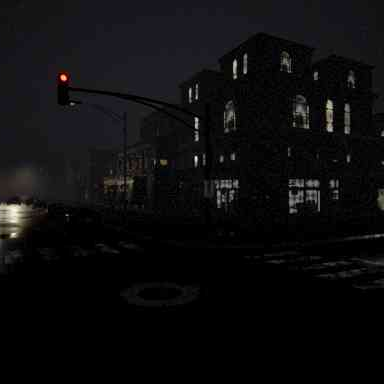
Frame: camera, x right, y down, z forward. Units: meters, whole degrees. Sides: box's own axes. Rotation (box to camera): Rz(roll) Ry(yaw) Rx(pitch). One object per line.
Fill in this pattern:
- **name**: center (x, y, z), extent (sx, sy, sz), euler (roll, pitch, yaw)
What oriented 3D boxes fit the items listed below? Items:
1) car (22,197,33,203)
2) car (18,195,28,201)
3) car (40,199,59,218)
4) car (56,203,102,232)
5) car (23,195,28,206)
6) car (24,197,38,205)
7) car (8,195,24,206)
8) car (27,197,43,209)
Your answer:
- **car**: center (-33.774, 1.606, 68.141), extent (1.802, 1.307, 4.206), euler (0, 0, -29)
- **car**: center (-41.905, 1.477, 82.573), extent (1.967, 1.590, 4.097), euler (0, 0, -29)
- **car**: center (-12.090, 1.588, 29.653), extent (1.802, 1.307, 4.206), euler (0, 0, -29)
- **car**: center (-6.669, 1.569, 20.033), extent (1.947, 1.339, 4.313), euler (0, 0, -29)
- **car**: center (-25.642, 1.455, 53.709), extent (1.967, 1.590, 4.097), euler (0, 0, -29)
- **car**: center (-28.354, 1.569, 58.520), extent (2.008, 1.369, 4.403), euler (0, 0, -29)
- **car**: center (-30.247, 1.495, 56.593), extent (1.882, 1.535, 5.008), euler (0, 0, -29)
- **car**: center (-20.222, 1.561, 44.087), extent (2.008, 1.369, 4.403), euler (0, 0, -29)
